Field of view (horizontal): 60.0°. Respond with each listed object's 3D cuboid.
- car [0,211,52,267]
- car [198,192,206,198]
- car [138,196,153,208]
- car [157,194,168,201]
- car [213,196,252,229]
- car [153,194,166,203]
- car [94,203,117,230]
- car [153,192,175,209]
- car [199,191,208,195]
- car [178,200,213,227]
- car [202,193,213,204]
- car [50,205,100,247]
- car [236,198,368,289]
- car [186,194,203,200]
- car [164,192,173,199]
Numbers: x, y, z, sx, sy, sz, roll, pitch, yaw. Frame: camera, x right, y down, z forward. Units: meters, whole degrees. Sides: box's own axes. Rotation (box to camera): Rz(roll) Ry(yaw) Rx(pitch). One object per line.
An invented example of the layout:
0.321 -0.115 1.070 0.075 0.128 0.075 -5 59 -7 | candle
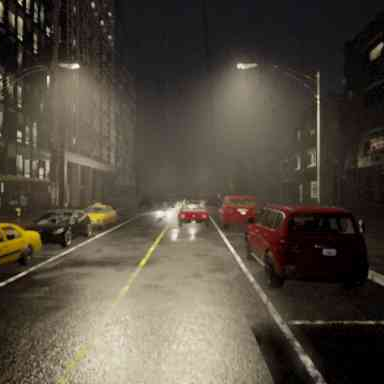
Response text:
-5.682 1.459 8.750 1.752 1.417 4.829 1 0 0 | car
2.669 0.801 92.113 1.947 1.339 4.313 1 1 0 | car
-5.693 1.235 42.196 1.947 1.339 4.313 1 0 0 | car
-5.702 1.062 64.378 1.802 1.307 4.206 1 0 0 | car
2.698 1.163 20.017 2.192 1.841 5.009 1 0 0 | car
-5.699 1.094 58.833 1.947 1.339 4.313 1 0 0 | car
-5.685 1.374 19.843 1.752 1.417 4.829 1 0 0 | car
-3.014 1.132 39.489 2.128 1.511 4.902 0 0 0 | car
2.679 0.700 75.474 2.192 1.841 5.009 1 1 0 | car
0.092 1.437 21.498 1.895 1.301 4.718 0 0 0 | car
2.687 1.235 42.201 1.947 1.339 4.313 1 0 0 | car
-5.684 1.456 14.468 1.947 1.339 4.313 1 0 0 | car
2.702 1.248 8.924 2.192 1.841 5.009 1 0 0 | car
0.085 1.256 43.873 1.895 1.301 4.718 0 1 0 | car
-5.705 0.776 81.014 1.967 1.590 4.097 1 1 0 | car
